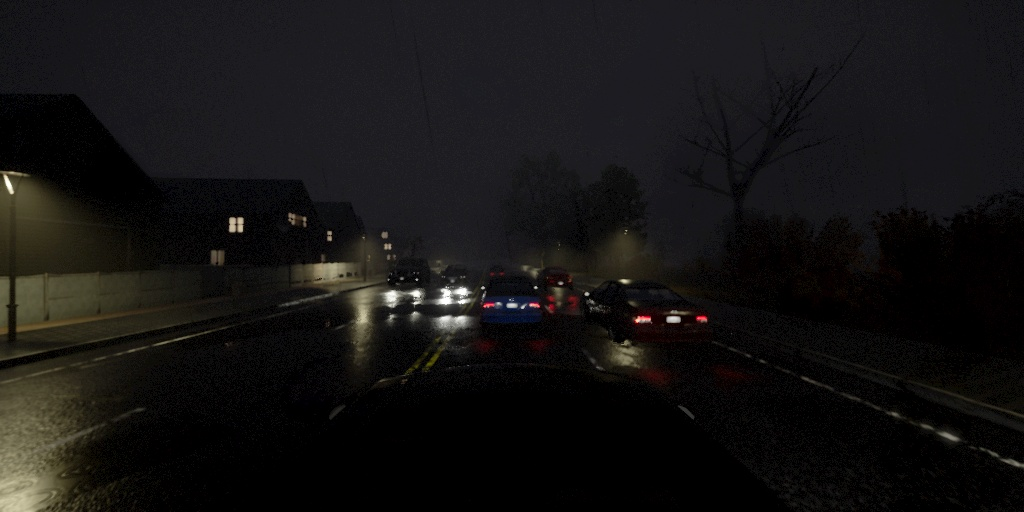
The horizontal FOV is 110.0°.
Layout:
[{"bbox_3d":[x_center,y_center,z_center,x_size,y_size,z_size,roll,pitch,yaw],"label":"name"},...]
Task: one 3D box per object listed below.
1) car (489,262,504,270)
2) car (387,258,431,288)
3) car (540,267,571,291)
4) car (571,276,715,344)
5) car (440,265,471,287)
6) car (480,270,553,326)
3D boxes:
[{"bbox_3d":[-2.171,1.617,51.181,1.812,1.442,4.674,0,0,-3],"label":"car"},{"bbox_3d":[-7.314,1.140,26.132,2.150,2.045,5.566,0,0,-3],"label":"car"},{"bbox_3d":[2.770,1.434,23.383,1.812,1.442,4.674,0,0,-3],"label":"car"},{"bbox_3d":[3.222,1.358,9.787,2.033,1.411,5.357,0,0,-1],"label":"car"},{"bbox_3d":[-4.071,1.414,26.268,2.128,1.511,4.902,0,0,-3],"label":"car"},{"bbox_3d":[-0.069,1.373,11.979,2.033,1.411,5.357,0,0,-1],"label":"car"}]
